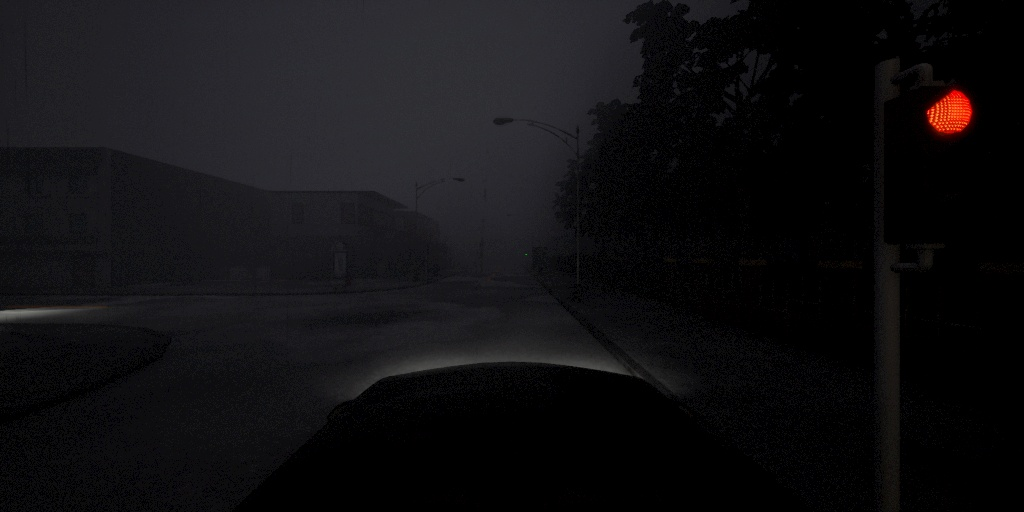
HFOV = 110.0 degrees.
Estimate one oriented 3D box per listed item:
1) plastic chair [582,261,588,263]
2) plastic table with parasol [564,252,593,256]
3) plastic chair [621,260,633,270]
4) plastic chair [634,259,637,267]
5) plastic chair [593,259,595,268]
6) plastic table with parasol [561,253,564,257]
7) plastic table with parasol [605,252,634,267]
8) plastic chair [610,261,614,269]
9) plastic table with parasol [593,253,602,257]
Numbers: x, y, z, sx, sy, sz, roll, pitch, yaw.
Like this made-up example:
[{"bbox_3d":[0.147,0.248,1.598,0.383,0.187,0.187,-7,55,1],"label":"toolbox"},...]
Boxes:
[{"bbox_3d":[10.738,1.310,52.936,0.750,1.272,0.730,0,0,-40],"label":"plastic chair"},{"bbox_3d":[10.007,0.684,53.933,2.482,2.480,2.482,0,0,-40],"label":"plastic table with parasol"},{"bbox_3d":[16.056,1.296,50.192,0.750,1.272,0.730,0,0,-40],"label":"plastic chair"},{"bbox_3d":[18.680,1.161,54.638,0.750,1.272,0.730,0,0,-39],"label":"plastic chair"},{"bbox_3d":[13.755,1.304,58.518,0.730,1.272,0.750,0,0,-35],"label":"plastic chair"},{"bbox_3d":[10.723,0.705,62.374,2.482,2.480,2.482,0,0,-40],"label":"plastic table with parasol"},{"bbox_3d":[15.324,0.694,51.191,2.482,2.480,2.482,0,0,-40],"label":"plastic table with parasol"},{"bbox_3d":[14.350,1.306,50.290,0.730,1.272,0.750,0,0,-35],"label":"plastic chair"},{"bbox_3d":[14.707,0.673,59.405,2.482,2.480,2.482,0,0,-42],"label":"plastic table with parasol"}]
